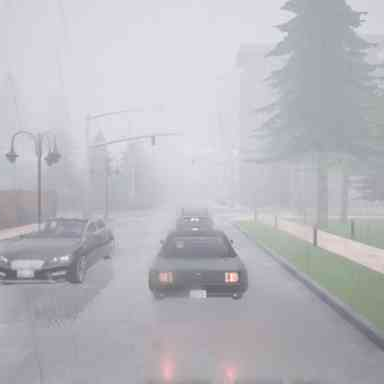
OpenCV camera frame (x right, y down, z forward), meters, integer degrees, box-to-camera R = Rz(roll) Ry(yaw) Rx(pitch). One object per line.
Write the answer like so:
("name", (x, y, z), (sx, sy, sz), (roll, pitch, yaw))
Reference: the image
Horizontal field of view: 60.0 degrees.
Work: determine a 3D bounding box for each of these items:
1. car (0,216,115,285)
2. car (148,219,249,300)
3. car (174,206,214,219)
("car", (-3.565, 1.490, 9.598), (2.128, 1.511, 4.902), (0, 0, 0))
("car", (0.118, 1.600, 8.366), (1.895, 1.301, 4.718), (0, 0, 0))
("car", (0.131, 1.502, 17.627), (1.837, 1.490, 4.892), (0, 0, 0))
